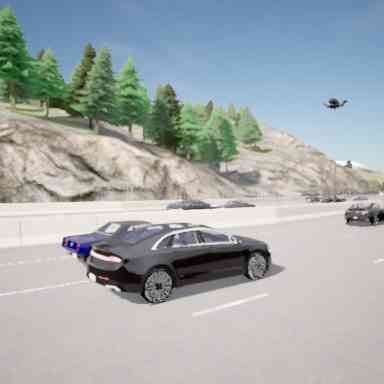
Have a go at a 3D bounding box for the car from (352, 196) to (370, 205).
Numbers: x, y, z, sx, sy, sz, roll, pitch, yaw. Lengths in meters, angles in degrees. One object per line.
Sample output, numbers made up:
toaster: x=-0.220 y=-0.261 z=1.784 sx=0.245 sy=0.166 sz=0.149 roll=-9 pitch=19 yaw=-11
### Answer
car: x=30.528 y=1.501 z=59.991 sx=2.033 sy=1.411 sz=5.357 roll=0 pitch=0 yaw=38

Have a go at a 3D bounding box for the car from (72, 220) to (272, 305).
car: x=-0.078 y=1.498 z=8.185 sx=4.902 sy=1.511 sz=2.128 roll=0 pitch=0 yaw=-37

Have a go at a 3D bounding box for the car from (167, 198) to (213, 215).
car: x=-0.123 y=1.501 z=35.778 sx=5.008 sy=1.535 sz=1.882 roll=0 pitch=0 yaw=-43

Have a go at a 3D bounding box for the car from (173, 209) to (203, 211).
car: x=-0.223 y=1.512 z=30.962 sx=4.902 sy=1.511 sz=2.128 roll=0 pitch=0 yaw=-42

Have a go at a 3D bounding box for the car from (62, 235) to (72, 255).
car: x=-1.744 y=1.613 z=11.286 sx=4.718 sy=1.301 sz=1.895 roll=0 pitch=0 yaw=-37

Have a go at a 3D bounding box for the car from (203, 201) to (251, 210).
car: x=3.692 y=1.501 z=29.793 sx=4.902 sy=1.511 sz=2.128 roll=0 pitch=0 yaw=-43

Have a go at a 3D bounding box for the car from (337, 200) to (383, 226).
car: x=12.429 y=1.474 z=23.314 sx=4.902 sy=1.511 sz=2.128 roll=0 pitch=0 yaw=-43
